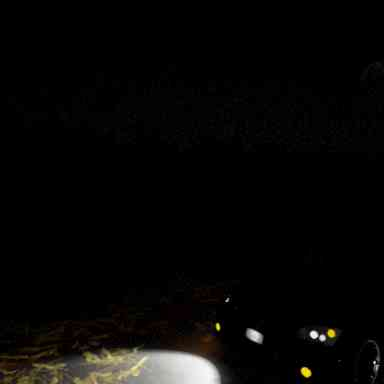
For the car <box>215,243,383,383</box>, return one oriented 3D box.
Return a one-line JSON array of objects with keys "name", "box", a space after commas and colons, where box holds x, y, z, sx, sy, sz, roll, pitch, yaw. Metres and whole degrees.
[{"name": "car", "box": [2.387, 1.561, 5.189, 4.181, 1.385, 1.994, 0, 0, -35]}]
